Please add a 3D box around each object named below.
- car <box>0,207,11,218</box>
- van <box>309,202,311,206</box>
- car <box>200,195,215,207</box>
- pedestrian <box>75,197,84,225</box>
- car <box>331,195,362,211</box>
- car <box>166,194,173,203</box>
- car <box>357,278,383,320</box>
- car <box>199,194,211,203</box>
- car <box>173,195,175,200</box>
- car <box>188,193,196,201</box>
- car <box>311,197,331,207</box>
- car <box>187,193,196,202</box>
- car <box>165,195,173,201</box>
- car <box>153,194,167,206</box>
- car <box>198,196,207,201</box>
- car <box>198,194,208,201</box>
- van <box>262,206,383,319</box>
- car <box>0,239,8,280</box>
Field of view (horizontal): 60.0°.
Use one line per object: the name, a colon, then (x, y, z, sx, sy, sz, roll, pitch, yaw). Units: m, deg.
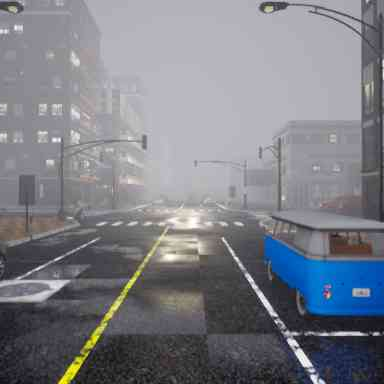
car: (-17.482, 1.528, 27.866, 4.206, 1.307, 1.802, 0, 0, 0)
van: (14.878, 1.418, 36.344, 3.998, 1.788, 1.690, 0, 0, 0)
car: (2.662, 1.550, 52.023, 1.752, 1.417, 4.829, 0, 0, 0)
pedestrian: (-7.364, 1.204, 21.753, 0.375, 1.860, 0.375, 0, 0, 0)
car: (14.906, 1.352, 27.965, 5.009, 1.841, 2.192, 0, 0, 0)
car: (-5.727, 1.360, 68.465, 2.192, 1.841, 5.009, 0, 0, 0)
car: (2.659, 1.582, 1.377, 1.802, 1.307, 4.206, 0, 0, 0)
car: (2.653, 1.360, 68.471, 2.192, 1.841, 5.009, 0, 0, 0)
car: (-5.735, 1.614, 79.543, 2.008, 1.369, 4.403, 0, 0, 0)
car: (-0.051, 1.194, 88.691, 2.150, 2.045, 5.566, 0, 0, 0)
car: (15.472, 1.289, 33.754, 5.566, 2.045, 2.150, 0, 0, 0)
car: (-0.046, 1.416, 78.628, 2.097, 1.767, 4.553, 0, 0, 0)
car: (-5.738, 1.598, 84.912, 1.752, 1.417, 4.829, 0, 0, 0)
car: (-5.722, 1.556, 57.216, 1.752, 1.417, 4.829, 0, 0, 0)
car: (2.643, 1.624, 85.088, 2.008, 1.369, 4.403, 0, 0, 0)
car: (2.656, 1.619, 62.931, 1.802, 1.307, 4.206, 0, 0, 0)
van: (2.656, 1.341, 7.066, 1.690, 1.788, 3.998, 0, 0, 0)
car: (-5.692, 1.565, 7.087, 1.947, 1.339, 4.313, 0, 0, 0)
